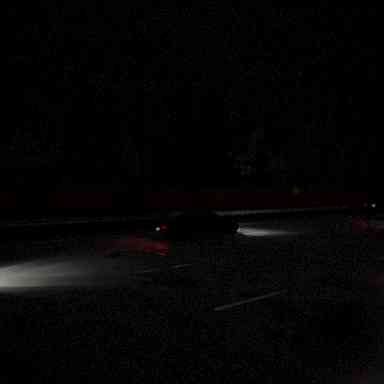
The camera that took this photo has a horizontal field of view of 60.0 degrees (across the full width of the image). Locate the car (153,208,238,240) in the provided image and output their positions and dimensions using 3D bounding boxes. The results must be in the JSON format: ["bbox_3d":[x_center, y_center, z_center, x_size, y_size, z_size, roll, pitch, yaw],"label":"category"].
[{"bbox_3d":[0.260,1.525,16.905,4.674,1.442,1.812,0,0,-36],"label":"car"}]

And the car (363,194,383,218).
[{"bbox_3d":[17.299,1.223,29.287,5.566,2.045,2.150,0,0,-36],"label":"car"}]
